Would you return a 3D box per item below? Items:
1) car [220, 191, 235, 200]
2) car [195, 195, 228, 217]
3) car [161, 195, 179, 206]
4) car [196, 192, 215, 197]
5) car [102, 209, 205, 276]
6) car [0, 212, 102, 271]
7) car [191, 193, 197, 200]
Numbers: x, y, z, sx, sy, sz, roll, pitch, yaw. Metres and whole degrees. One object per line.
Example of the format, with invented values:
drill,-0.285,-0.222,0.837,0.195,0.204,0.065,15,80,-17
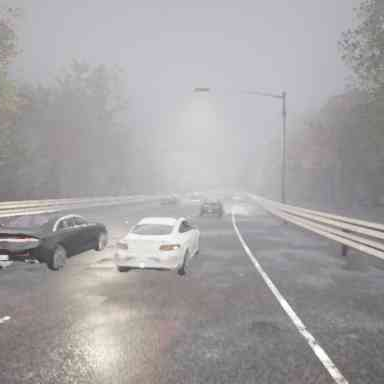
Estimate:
car,7.838,1.065,72.580,2.033,1.411,5.357,0,0,8
car,1.779,1.306,29.006,2.128,1.511,4.902,0,0,8
car,-2.952,1.181,45.814,1.812,1.442,4.674,0,0,8
car,2.442,1.194,59.185,1.895,1.301,4.718,0,0,8
car,-0.851,1.454,10.116,1.812,1.442,4.674,0,0,8
car,-4.311,1.394,10.600,2.128,1.511,4.902,0,0,8
car,0.906,0.990,73.551,2.128,1.511,4.902,0,0,8
